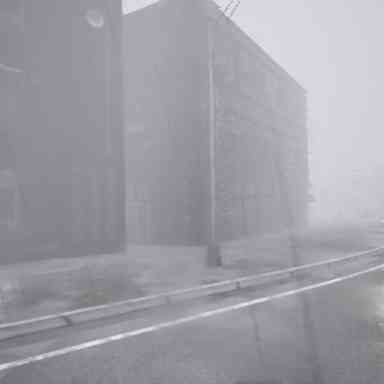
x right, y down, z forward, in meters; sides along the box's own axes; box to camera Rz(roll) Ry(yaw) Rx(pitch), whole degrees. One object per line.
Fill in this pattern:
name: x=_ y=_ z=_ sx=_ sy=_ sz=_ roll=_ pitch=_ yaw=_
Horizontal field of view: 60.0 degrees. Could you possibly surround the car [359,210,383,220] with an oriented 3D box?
car: x=26.528 y=3.375 z=49.294 sx=2.128 sy=1.511 sz=4.902 roll=-1 pitch=-3 yaw=4
